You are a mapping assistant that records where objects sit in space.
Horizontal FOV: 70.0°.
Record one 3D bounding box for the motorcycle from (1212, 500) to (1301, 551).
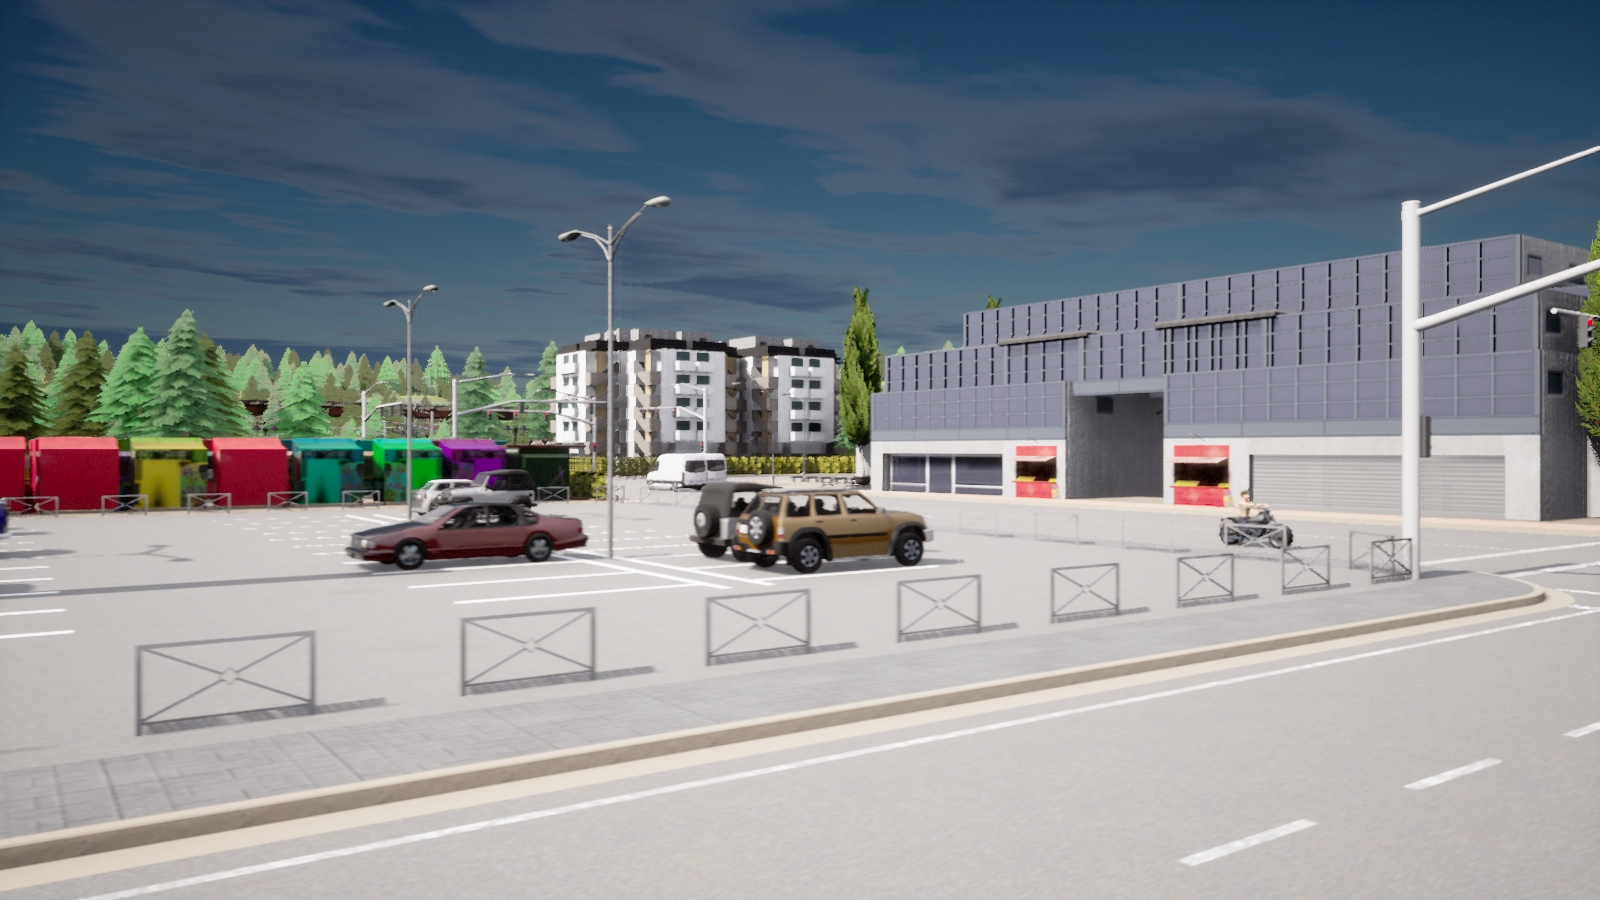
[{"bbox_3d":[13.153,2.155,33.001,0.764,1.307,2.356,0,0,-34],"label":"motorcycle"}]
